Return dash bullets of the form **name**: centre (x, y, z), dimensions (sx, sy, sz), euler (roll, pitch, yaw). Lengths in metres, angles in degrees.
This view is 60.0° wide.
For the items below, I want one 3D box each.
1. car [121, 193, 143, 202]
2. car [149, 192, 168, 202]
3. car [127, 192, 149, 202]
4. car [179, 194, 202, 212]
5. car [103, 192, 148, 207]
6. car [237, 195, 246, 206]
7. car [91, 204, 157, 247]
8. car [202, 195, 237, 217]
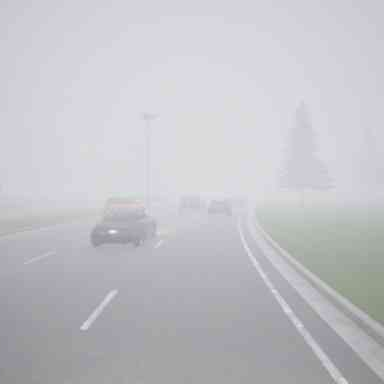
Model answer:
- **car**: centre (-11.556, 1.033, 64.276), dimensions (2.033, 1.411, 5.357), euler (0, 1, 15)
- **car**: centre (-5.873, 0.848, 58.490), dimensions (2.097, 1.767, 4.553), euler (0, 1, 15)
- **car**: centre (-9.425, 0.864, 58.750), dimensions (2.097, 1.767, 4.553), euler (0, 1, 15)
- **car**: centre (0.118, 1.036, 34.517), dimensions (2.097, 1.767, 4.553), euler (0, 1, 12)
- **car**: centre (-5.085, 1.149, 25.059), dimensions (2.097, 1.767, 4.553), euler (0, 1, 8)
- **car**: centre (6.035, 1.093, 44.087), dimensions (1.812, 1.442, 4.674), euler (0, 0, 14)
- **car**: centre (-2.814, 1.445, 14.509), dimensions (1.994, 1.385, 4.181), euler (0, 1, 5)
- **car**: centre (2.467, 1.220, 28.289), dimensions (2.128, 1.511, 4.902), euler (0, 1, 9)
